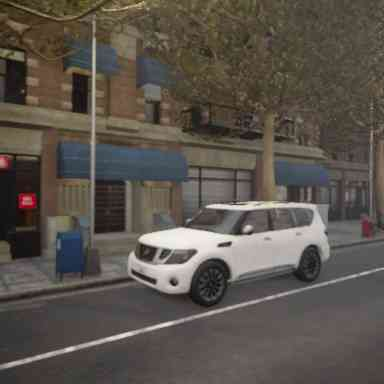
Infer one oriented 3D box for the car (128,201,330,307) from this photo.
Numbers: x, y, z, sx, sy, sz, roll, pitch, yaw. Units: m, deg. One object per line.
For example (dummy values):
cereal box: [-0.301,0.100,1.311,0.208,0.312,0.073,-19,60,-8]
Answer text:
car: [1.210,1.283,8.483,5.566,2.045,2.435,1,0,-36]
